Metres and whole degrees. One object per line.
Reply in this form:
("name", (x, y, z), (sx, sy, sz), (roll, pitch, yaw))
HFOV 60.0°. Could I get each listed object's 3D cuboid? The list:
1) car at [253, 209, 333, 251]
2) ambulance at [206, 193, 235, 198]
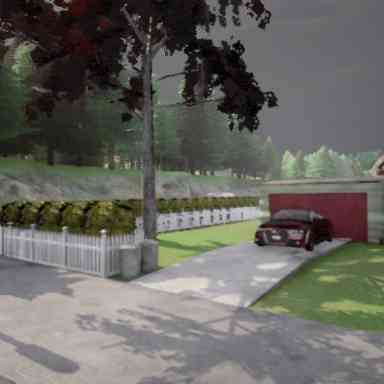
("car", (3.987, 1.349, 12.808), (1.994, 1.381, 4.181), (-1, 0, 36))
("ambulance", (3.581, 1.306, 46.239), (2.351, 2.431, 6.366), (-1, 0, 36))
